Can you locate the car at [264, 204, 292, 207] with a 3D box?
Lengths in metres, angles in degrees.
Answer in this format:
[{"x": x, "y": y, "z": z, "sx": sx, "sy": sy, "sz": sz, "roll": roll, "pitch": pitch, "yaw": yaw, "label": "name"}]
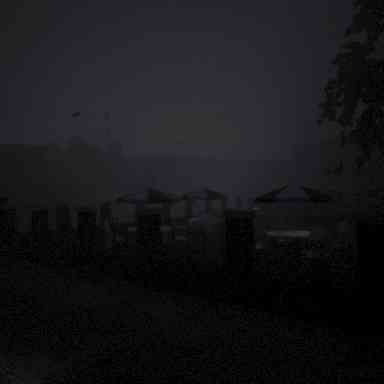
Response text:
[{"x": 12.948, "y": 1.717, "z": 48.943, "sx": 5.357, "sy": 1.411, "sz": 2.033, "roll": 0, "pitch": 0, "yaw": 3, "label": "car"}]
